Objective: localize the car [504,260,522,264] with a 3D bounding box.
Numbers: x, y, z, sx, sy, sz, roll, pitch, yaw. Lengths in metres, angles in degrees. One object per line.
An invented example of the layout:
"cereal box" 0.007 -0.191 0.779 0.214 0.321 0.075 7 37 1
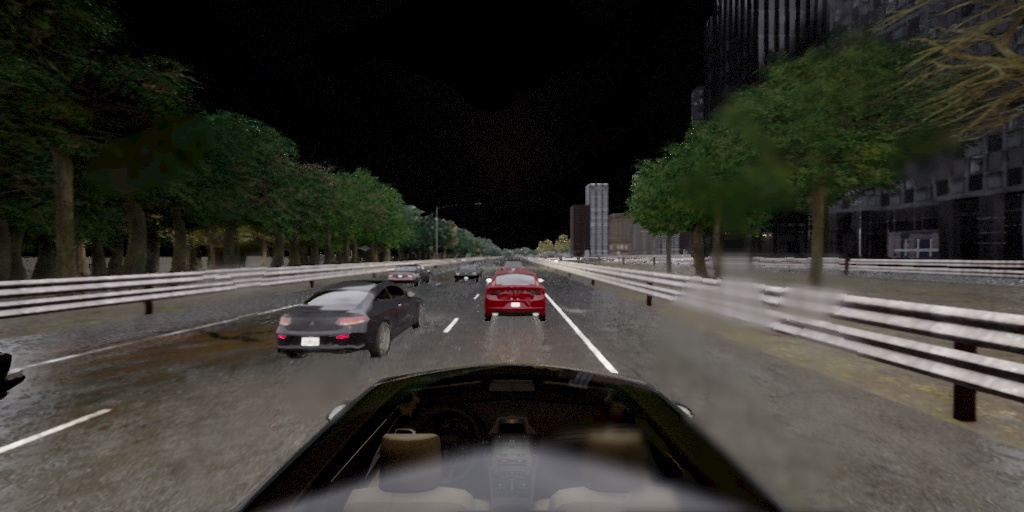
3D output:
"car" 0.102 1.105 30.083 2.097 1.767 4.553 0 0 0

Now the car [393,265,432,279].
"car" -6.897 1.300 24.602 2.033 1.411 5.357 0 0 0

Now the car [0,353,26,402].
"car" -6.901 1.351 2.186 1.895 1.301 4.718 0 0 0

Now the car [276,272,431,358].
"car" -3.400 1.277 8.350 1.812 1.442 4.674 0 0 0

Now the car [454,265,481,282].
"car" -3.398 1.354 28.863 1.895 1.301 4.718 0 0 0

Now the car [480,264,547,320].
"car" 0.102 1.229 12.623 1.882 1.535 5.008 0 0 0
